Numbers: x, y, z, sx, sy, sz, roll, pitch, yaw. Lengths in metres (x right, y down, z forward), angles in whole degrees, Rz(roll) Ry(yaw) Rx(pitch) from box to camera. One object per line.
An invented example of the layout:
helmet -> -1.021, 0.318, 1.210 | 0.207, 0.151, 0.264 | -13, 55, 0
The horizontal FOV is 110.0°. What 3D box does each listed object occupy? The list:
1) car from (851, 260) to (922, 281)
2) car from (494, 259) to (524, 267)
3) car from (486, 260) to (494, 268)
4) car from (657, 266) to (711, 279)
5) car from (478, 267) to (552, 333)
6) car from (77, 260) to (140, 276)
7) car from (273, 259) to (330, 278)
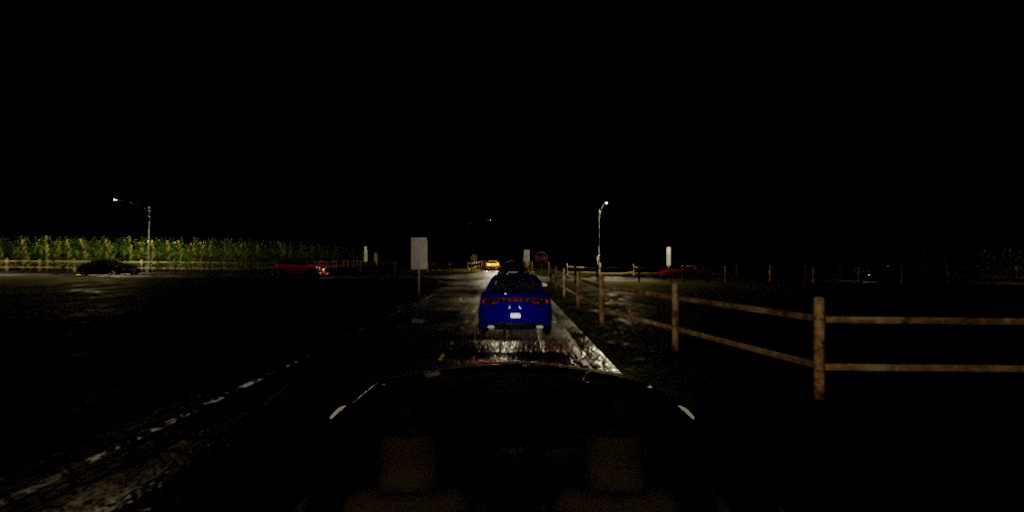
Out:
car -> 37.220, 1.417, 35.721 | 5.566, 2.045, 2.150 | 0, 0, 1
car -> 0.077, 1.181, 25.148 | 2.097, 1.767, 4.553 | 0, 0, 0
car -> -2.882, 1.404, 54.141 | 1.882, 1.535, 5.008 | 0, 0, 0
car -> 17.125, 1.616, 35.911 | 4.718, 1.301, 1.895 | 0, 0, 1
car -> 0.091, 1.259, 10.936 | 1.882, 1.535, 5.008 | 0, 0, 0
car -> -37.577, 1.105, 33.451 | 4.674, 1.442, 1.812 | 1, 0, 1
car -> -19.409, 1.073, 33.282 | 4.553, 1.767, 2.097 | 0, 0, 1
